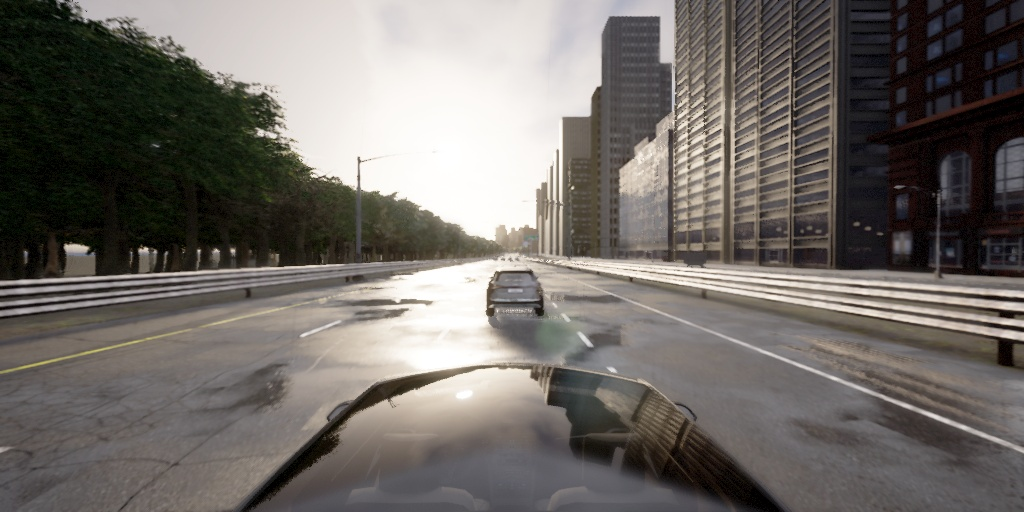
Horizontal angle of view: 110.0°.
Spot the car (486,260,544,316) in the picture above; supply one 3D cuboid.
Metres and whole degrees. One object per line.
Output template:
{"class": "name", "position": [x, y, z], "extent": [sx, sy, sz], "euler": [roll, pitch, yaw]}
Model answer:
{"class": "car", "position": [0.080, 1.140, 13.489], "extent": [2.033, 1.649, 4.856], "euler": [0, 0, -1]}
